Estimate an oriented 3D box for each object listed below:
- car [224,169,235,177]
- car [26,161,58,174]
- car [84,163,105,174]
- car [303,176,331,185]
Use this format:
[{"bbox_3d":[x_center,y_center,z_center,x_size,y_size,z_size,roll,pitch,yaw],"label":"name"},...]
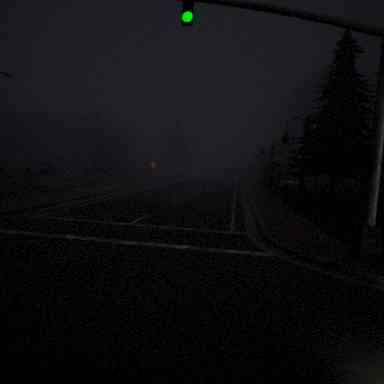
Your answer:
[{"bbox_3d":[7.988,-4.181,71.120,2.097,1.767,4.553,4,5,8],"label":"car"},{"bbox_3d":[-17.238,-2.862,38.319,1.970,1.475,3.806,4,5,8],"label":"car"},{"bbox_3d":[-13.203,-3.217,45.215,1.845,1.501,3.633,4,5,8],"label":"car"},{"bbox_3d":[21.569,-2.121,57.753,4.674,1.442,1.812,4,5,9],"label":"car"}]
